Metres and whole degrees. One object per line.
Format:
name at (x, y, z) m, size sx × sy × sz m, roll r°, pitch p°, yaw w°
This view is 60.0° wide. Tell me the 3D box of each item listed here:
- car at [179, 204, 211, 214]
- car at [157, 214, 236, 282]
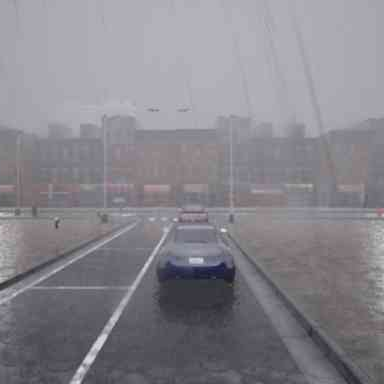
car at (0.145, 1.490, 21.265) m, size 2.128 × 1.511 × 4.902 m, roll 0°, pitch 0°, yaw 2°
car at (0.096, 1.564, 9.748) m, size 1.994 × 1.385 × 4.181 m, roll 0°, pitch 0°, yaw 0°
